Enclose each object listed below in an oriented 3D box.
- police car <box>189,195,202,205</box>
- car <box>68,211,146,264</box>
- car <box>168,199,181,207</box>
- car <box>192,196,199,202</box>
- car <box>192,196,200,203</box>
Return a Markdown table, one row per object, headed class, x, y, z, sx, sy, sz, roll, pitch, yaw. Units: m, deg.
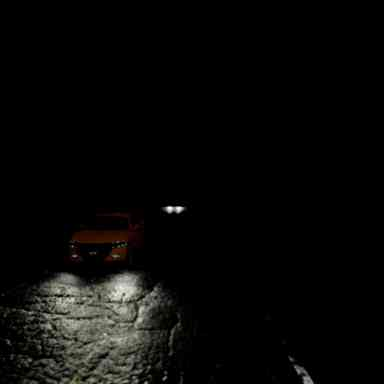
| class | x | y | z | sx | sy | sz | roll | pitch | yaw |
| --- | --- | --- | --- | --- | --- | --- | --- | --- | --- |
| police car | 0.821 | 1.581 | 64.490 | 1.930 | 1.638 | 5.238 | 0 | 0 | 0 |
| car | -2.851 | 1.496 | 12.095 | 1.882 | 1.535 | 5.008 | 0 | 0 | 0 |
| car | -2.813 | 1.721 | 54.276 | 1.895 | 1.301 | 4.718 | 0 | 0 | 0 |
| car | 0.820 | 1.723 | 80.380 | 1.837 | 1.490 | 4.892 | 0 | 0 | 0 |
| car | 0.821 | 1.719 | 74.380 | 1.812 | 1.442 | 4.674 | 0 | 0 | 0 |
